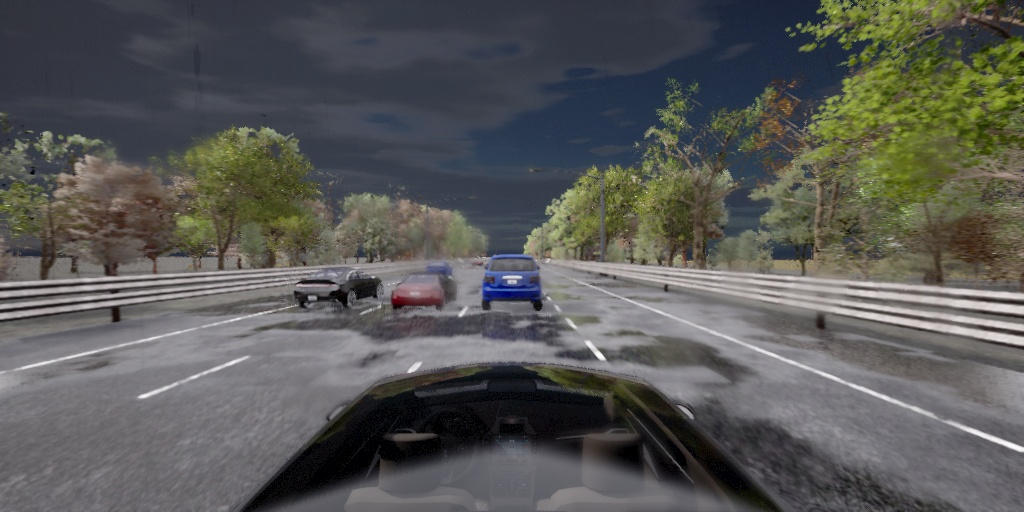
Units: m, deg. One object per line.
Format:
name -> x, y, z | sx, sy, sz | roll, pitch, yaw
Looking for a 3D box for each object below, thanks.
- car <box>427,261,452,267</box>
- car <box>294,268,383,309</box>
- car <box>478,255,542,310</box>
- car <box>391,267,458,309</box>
car -> -6.964, 1.265, 34.663 | 1.882, 1.535, 5.008 | 0, 0, 0
car -> -6.985, 1.253, 14.985 | 2.128, 1.511, 4.902 | 0, 0, 0
car -> 0.016, 0.980, 14.906 | 2.150, 2.045, 5.566 | 0, 0, 0
car -> -3.484, 1.324, 14.910 | 1.994, 1.385, 4.181 | 0, 0, 0
